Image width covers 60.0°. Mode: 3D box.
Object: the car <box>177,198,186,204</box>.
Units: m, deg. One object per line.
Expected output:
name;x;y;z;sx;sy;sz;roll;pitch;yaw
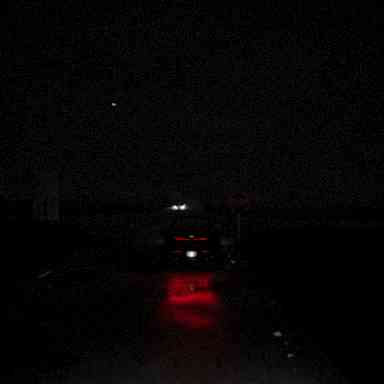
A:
car;-2.459;2.206;81.262;1.994;1.385;4.181;0;-1;0

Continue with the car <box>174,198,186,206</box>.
car;-2.572;2.118;65.748;1.895;1.301;4.718;0;-1;1

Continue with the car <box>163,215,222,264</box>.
car;0.037;1.592;12.226;1.837;1.490;4.892;0;0;1
